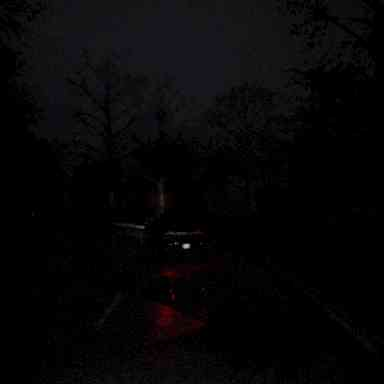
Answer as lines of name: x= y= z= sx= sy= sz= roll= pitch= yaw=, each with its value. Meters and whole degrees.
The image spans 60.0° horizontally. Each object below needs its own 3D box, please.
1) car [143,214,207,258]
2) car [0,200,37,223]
car: x=-0.853 y=1.654 z=13.680 sx=2.128 sy=1.511 sz=4.902 roll=1 pitch=-1 yaw=-16
car: x=-13.711 y=1.311 z=23.875 sx=5.008 sy=1.535 sz=1.882 roll=3 pitch=-2 yaw=7
